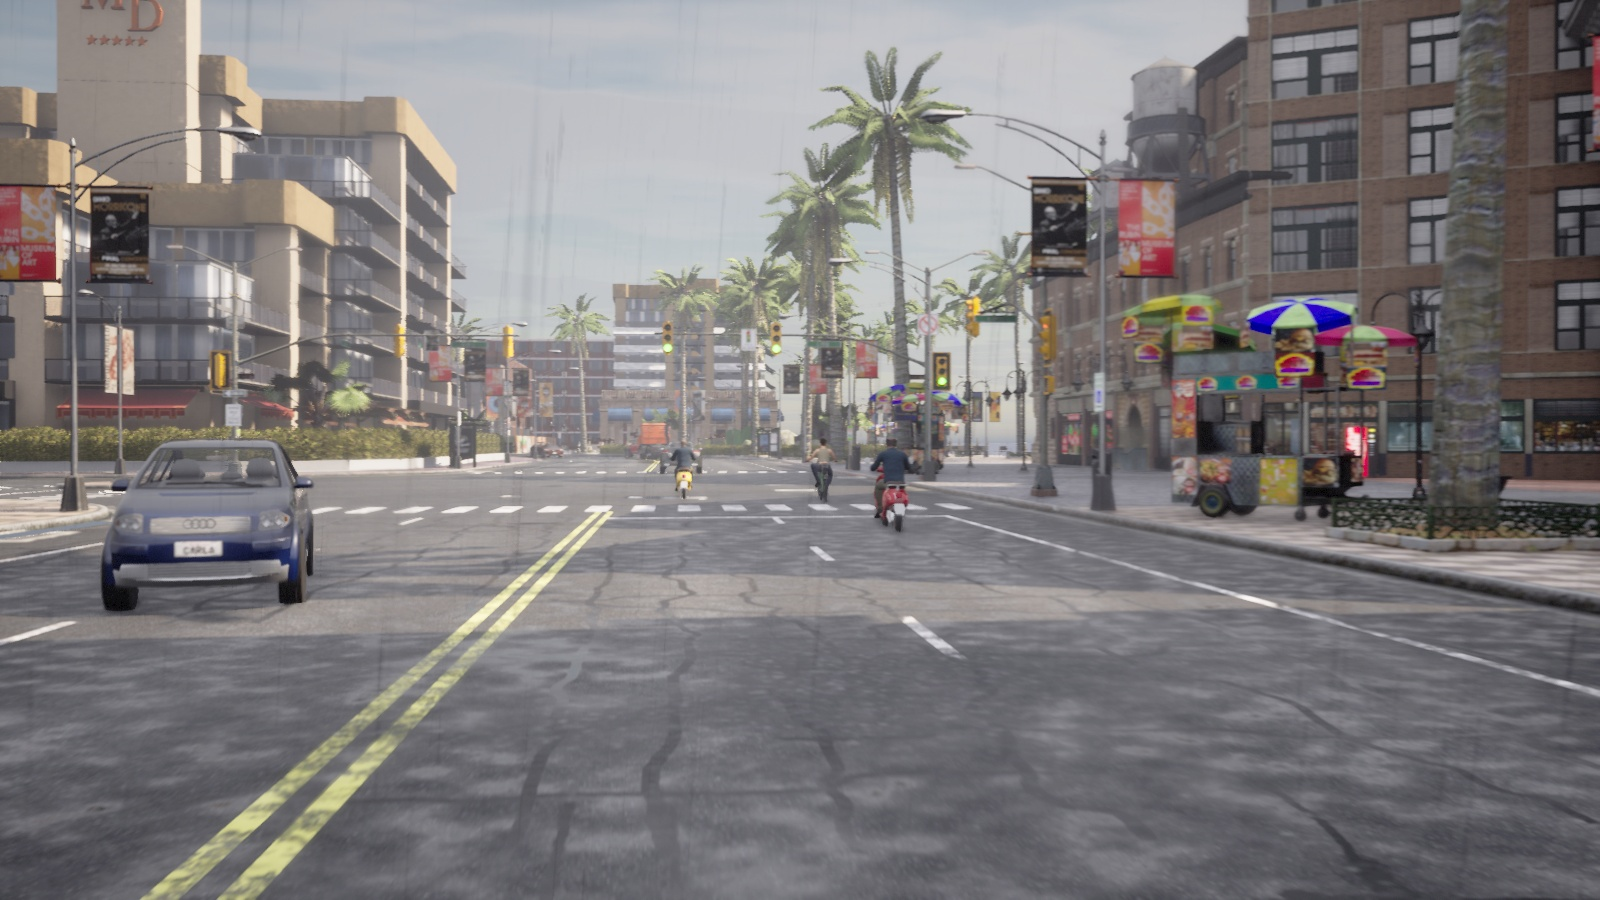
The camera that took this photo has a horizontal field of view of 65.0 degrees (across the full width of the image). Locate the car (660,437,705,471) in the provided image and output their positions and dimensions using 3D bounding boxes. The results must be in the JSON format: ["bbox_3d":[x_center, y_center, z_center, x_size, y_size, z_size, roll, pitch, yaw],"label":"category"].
[{"bbox_3d":[-5.913,0.168,63.481,2.152,1.651,5.027,0,0,-5],"label":"car"}]

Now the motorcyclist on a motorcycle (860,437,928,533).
[{"bbox_3d":[1.605,0.577,21.709,0.866,1.590,1.817,0,0,-6],"label":"motorcyclist on a motorcycle"}]

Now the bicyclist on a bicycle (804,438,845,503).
[{"bbox_3d":[0.616,0.503,31.920,0.866,1.612,1.509,0,0,-5],"label":"bicyclist on a bicycle"}]

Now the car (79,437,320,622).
[{"bbox_3d":[-5.791,0.655,12.524,1.789,1.549,3.705,0,0,-19],"label":"car"}]

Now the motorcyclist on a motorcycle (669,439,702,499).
[{"bbox_3d":[-3.139,0.506,34.454,0.866,1.590,1.817,0,0,-5],"label":"motorcyclist on a motorcycle"}]
